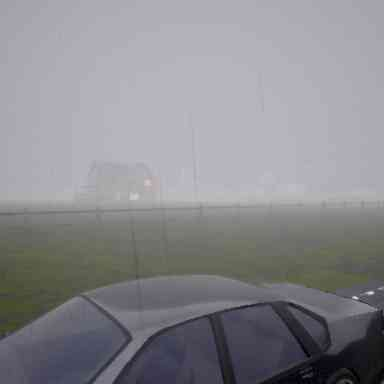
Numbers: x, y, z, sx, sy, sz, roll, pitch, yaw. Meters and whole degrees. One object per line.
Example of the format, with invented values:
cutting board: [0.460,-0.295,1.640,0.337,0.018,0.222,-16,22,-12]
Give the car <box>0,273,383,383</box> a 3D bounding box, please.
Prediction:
car: [-0.296,1.553,2.858,5.357,1.411,2.033,0,0,-35]
